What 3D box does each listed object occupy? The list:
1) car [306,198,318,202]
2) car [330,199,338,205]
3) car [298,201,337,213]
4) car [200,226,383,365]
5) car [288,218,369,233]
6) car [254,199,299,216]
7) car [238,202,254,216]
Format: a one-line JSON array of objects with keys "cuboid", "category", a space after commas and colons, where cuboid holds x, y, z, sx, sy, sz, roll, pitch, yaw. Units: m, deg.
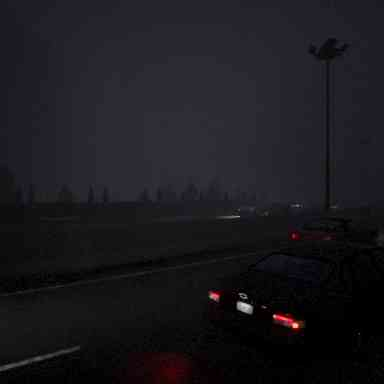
[{"cuboid": [25.472, 2.103, 70.564, 1.837, 1.490, 4.892, 0, 0, 10], "category": "car"}, {"cuboid": [28.666, 2.143, 68.704, 2.033, 1.411, 5.357, 0, 0, 13], "category": "car"}, {"cuboid": [11.678, 1.833, 30.906, 1.994, 1.385, 4.181, 0, 0, 36], "category": "car"}, {"cuboid": [2.637, 1.602, 5.998, 5.357, 1.411, 2.033, 1, 0, -39], "category": "car"}, {"cuboid": [5.937, 1.723, 13.603, 4.718, 1.301, 1.895, 1, -1, -43], "category": "car"}, {"cuboid": [8.302, 1.753, 32.220, 2.128, 1.511, 4.902, 0, 0, 37], "category": "car"}, {"cuboid": [6.703, 1.805, 35.937, 1.812, 1.442, 4.674, 0, 0, 35], "category": "car"}]
